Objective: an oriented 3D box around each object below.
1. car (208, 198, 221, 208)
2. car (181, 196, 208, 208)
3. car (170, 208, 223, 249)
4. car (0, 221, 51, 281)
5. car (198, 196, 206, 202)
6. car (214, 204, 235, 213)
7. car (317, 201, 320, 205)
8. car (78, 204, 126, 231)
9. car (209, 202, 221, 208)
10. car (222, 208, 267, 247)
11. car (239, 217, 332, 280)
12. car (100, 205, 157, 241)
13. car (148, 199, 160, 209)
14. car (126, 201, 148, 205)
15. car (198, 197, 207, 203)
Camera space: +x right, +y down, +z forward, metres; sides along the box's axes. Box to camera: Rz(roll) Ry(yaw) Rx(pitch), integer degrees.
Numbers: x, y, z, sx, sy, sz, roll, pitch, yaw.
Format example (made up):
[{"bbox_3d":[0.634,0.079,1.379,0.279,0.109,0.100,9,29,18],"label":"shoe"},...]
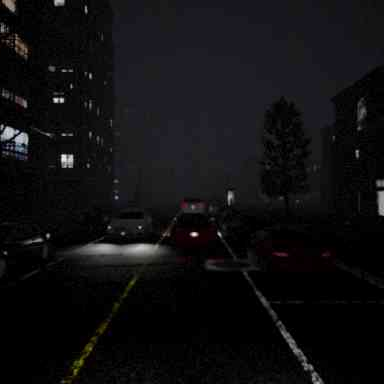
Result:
[{"bbox_3d":[2.689,1.725,37.696,1.752,1.417,4.829,0,0,0],"label":"car"},{"bbox_3d":[0.096,1.386,31.617,2.150,2.045,5.566,0,0,0],"label":"car"},{"bbox_3d":[0.093,1.637,14.971,1.994,1.385,4.181,0,0,0],"label":"car"},{"bbox_3d":[-5.690,1.598,9.830,2.008,1.369,4.403,0,0,0],"label":"car"},{"bbox_3d":[2.686,1.981,92.254,1.967,1.590,4.097,0,0,0],"label":"car"},{"bbox_3d":[2.689,1.657,20.908,2.008,1.369,4.403,0,0,0],"label":"car"},{"bbox_3d":[26.148,2.009,63.096,4.507,1.381,1.887,0,-1,0],"label":"car"},{"bbox_3d":[-5.692,1.546,20.908,1.967,1.590,4.097,0,0,0],"label":"car"},{"bbox_3d":[2.689,1.703,26.447,1.947,1.339,4.313,0,0,0],"label":"car"},{"bbox_3d":[2.689,1.641,15.370,1.947,1.339,4.313,0,0,0],"label":"car"},{"bbox_3d":[2.690,1.629,9.830,1.802,1.307,4.206,0,0,0],"label":"car"},{"bbox_3d":[-3.101,1.612,17.300,1.812,1.442,4.674,0,0,0],"label":"car"},{"bbox_3d":[-5.693,1.784,48.436,1.752,1.417,4.829,0,0,0],"label":"car"},{"bbox_3d":[-5.692,1.608,31.988,1.967,1.590,4.097,0,0,0],"label":"car"},{"bbox_3d":[2.686,2.051,86.556,2.008,1.369,4.403,0,0,0],"label":"car"}]
